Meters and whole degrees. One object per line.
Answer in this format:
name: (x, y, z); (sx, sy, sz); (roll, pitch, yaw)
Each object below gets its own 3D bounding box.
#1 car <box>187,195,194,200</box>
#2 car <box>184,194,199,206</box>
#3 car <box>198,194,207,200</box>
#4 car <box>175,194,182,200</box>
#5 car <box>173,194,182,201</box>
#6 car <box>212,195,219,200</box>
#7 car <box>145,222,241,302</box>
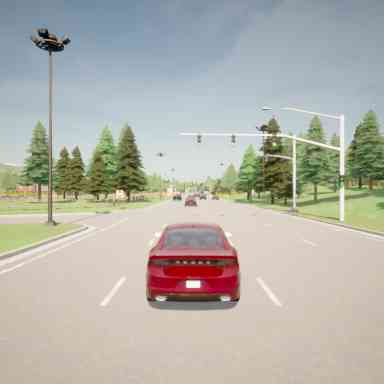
car: (-0.345, 1.427, 94.007); (1.895, 1.301, 4.718); (0, 0, 0)
car: (-0.193, 1.525, 52.944); (1.812, 1.442, 4.674); (0, 0, 0)
car: (3.153, 1.524, 94.403); (1.812, 1.442, 4.674); (0, 0, 0)
car: (-3.845, 1.310, 93.964); (1.882, 1.535, 5.008); (0, 0, 0)
car: (-3.807, 1.469, 83.544); (1.882, 1.535, 5.008); (0, 0, 0)
car: (6.653, 1.525, 94.416); (2.128, 1.511, 4.902); (0, 0, 0)
car: (0.033, 1.478, 8.342); (1.882, 1.535, 5.008); (0, 0, 0)
